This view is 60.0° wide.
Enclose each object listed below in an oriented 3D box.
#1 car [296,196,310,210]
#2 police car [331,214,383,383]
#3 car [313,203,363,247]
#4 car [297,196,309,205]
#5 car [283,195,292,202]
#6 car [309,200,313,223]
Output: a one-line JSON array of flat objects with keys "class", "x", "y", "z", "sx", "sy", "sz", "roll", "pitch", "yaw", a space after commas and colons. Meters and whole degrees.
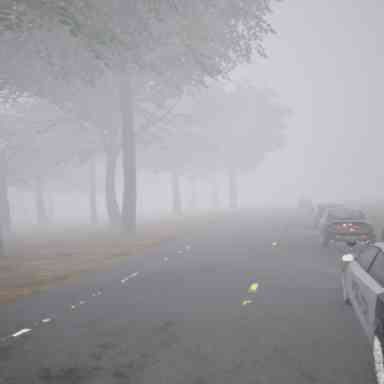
[{"class": "car", "x": 13.982, "y": 1.494, "z": 41.160, "sx": 2.033, "sy": 1.411, "sz": 5.357, "roll": -2, "pitch": -1, "yaw": 18}, {"class": "police car", "x": 3.383, "y": 1.353, "z": 4.827, "sx": 1.930, "sy": 1.638, "sz": 5.238, "roll": -2, "pitch": -1, "yaw": 18}, {"class": "car", "x": 6.410, "y": 1.421, "z": 14.245, "sx": 1.837, "sy": 1.490, "sz": 4.892, "roll": -2, "pitch": -1, "yaw": 18}, {"class": "car", "x": 19.292, "y": 1.467, "z": 57.791, "sx": 1.882, "sy": 1.535, "sz": 5.008, "roll": -2, "pitch": -1, "yaw": 18}, {"class": "car", "x": 25.055, "y": 1.623, "z": 87.175, "sx": 2.097, "sy": 1.767, "sz": 4.553, "roll": -2, "pitch": -1, "yaw": 18}, {"class": "car", "x": 8.245, "y": 1.416, "z": 19.960, "sx": 1.837, "sy": 1.490, "sz": 4.892, "roll": -2, "pitch": -1, "yaw": 18}]
